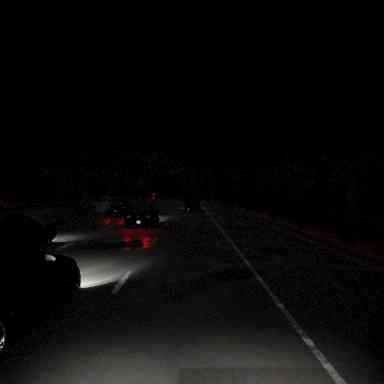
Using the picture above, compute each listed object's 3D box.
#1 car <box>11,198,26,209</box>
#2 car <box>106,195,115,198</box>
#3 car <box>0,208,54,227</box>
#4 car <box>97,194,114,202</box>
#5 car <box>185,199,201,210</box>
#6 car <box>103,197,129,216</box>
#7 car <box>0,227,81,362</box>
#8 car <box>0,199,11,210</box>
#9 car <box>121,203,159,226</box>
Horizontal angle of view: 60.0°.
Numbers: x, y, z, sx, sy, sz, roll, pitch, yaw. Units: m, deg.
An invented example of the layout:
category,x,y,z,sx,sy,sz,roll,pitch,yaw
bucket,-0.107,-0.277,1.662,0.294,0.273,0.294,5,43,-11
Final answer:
category,x,y,z,sx,sy,sz,roll,pitch,yaw
car,-21.088,1.509,38.281,1.882,1.535,5.008,0,0,0
car,-14.009,1.698,61.707,1.895,1.301,4.718,0,0,0
car,-6.900,1.552,12.295,2.033,1.411,5.357,0,0,0
car,-17.511,1.352,69.352,2.150,2.045,5.566,0,0,0
car,0.102,1.603,42.908,1.994,1.385,4.181,0,0,0
car,-6.898,1.545,32.279,1.812,1.442,4.674,0,0,0
car,-3.400,1.566,5.561,1.994,1.385,4.181,0,0,0
car,-17.596,1.492,27.653,1.882,1.535,5.008,0,0,0
car,-3.399,1.612,23.395,1.895,1.301,4.718,0,0,0
